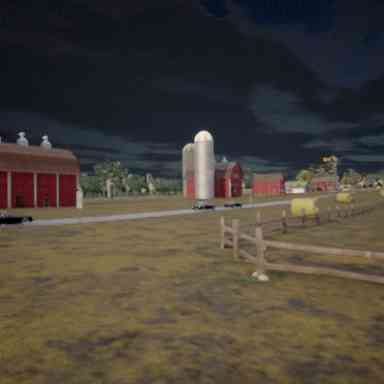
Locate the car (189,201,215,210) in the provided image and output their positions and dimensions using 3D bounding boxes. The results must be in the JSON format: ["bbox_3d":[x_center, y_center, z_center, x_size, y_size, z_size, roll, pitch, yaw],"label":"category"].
[{"bbox_3d":[1.821,2.326,58.197,2.033,1.411,5.357,-1,0,35],"label":"car"}]

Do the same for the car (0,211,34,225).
[{"bbox_3d":[-16.076,2.250,28.185,1.895,1.301,4.718,-1,-2,35],"label":"car"}]

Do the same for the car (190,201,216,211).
[{"bbox_3d":[1.946,2.347,53.515,1.895,1.301,4.718,-1,0,36],"label":"car"}]

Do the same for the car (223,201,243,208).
[{"bbox_3d":[7.644,2.310,61.653,1.895,1.301,4.718,-1,0,35],"label":"car"}]
